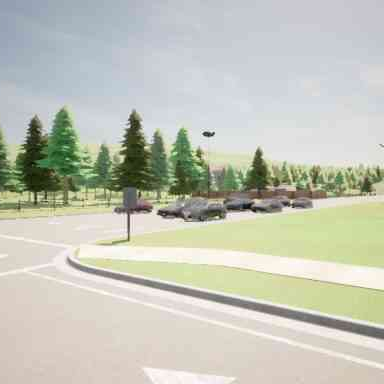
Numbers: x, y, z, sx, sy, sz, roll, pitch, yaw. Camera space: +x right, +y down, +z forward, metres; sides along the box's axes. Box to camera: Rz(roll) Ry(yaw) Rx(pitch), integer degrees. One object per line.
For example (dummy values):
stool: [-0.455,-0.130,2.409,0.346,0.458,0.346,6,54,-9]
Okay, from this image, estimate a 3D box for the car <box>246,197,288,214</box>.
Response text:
car: [8.290,1.548,36.424,2.033,1.411,5.357,0,0,36]

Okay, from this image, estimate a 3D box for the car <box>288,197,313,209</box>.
car: [15.220,1.504,45.828,1.837,1.490,4.892,0,0,37]

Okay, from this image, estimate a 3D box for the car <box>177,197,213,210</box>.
car: [0.463,1.493,43.500,2.128,1.511,4.902,0,0,36]

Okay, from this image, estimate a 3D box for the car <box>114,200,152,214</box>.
car: [-5.983,1.526,34.700,1.812,1.442,4.674,0,0,36]

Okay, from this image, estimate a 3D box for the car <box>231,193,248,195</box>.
car: [7.212,1.223,52.638,2.150,2.045,5.566,0,0,36]

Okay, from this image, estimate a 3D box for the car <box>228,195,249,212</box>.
car: [5.723,1.478,38.836,1.882,1.535,5.008,0,0,36]

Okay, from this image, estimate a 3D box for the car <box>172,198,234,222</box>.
car: [1.020,1.492,26.510,2.128,1.511,4.902,0,0,36]

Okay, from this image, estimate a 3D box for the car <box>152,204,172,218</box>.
car: [-0.828,1.548,29.911,2.033,1.411,5.357,0,0,36]
